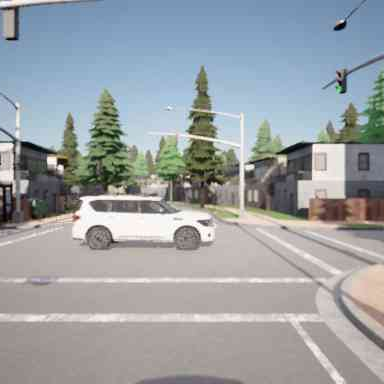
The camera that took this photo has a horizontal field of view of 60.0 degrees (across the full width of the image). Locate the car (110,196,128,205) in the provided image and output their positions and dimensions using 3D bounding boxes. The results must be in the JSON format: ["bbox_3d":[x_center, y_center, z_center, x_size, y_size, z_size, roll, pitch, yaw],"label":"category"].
[{"bbox_3d":[-12.338,1.372,56.116,1.812,1.442,4.674,0,0,-28],"label":"car"}]

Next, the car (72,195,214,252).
[{"bbox_3d":[-1.887,1.160,13.307,5.566,2.045,2.150,0,0,2],"label":"car"}]

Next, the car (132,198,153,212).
[{"bbox_3d":[-5.802,1.448,38.595,1.994,1.385,4.181,0,0,-13],"label":"car"}]
